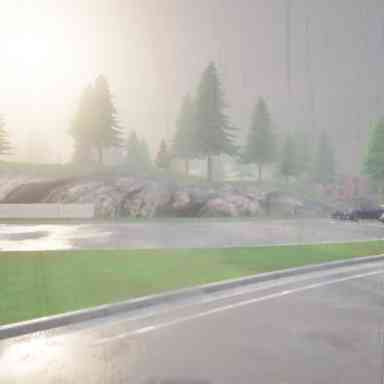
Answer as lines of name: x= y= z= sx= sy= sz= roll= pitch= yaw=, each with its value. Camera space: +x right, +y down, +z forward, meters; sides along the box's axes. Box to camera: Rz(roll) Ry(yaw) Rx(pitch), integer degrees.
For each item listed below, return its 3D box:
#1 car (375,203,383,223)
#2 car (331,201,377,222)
car: x=16.936 y=1.774 z=26.014 sx=4.674 sy=1.442 sz=1.812 roll=0 pitch=0 yaw=-24
car: x=14.284 y=1.603 z=28.670 sx=4.553 sy=1.767 sz=2.097 roll=0 pitch=0 yaw=-24
